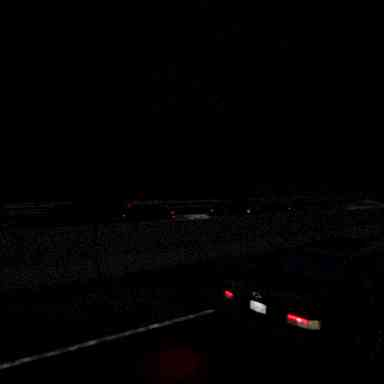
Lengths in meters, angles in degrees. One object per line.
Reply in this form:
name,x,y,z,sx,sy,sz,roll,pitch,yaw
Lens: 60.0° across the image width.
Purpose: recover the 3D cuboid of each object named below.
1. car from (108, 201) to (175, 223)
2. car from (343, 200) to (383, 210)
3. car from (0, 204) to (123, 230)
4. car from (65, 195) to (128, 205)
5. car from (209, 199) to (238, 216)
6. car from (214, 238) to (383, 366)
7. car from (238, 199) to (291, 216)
car,-3.290,1.547,22.977,4.181,1.385,1.994,0,0,-35
car,13.918,1.414,26.690,4.674,1.442,1.812,-1,0,-35
car,-6.503,1.542,16.537,5.357,1.411,2.033,0,0,-35
car,-7.101,1.211,23.802,5.566,2.045,2.150,0,0,-38
car,3.786,1.429,32.235,4.892,1.490,1.837,-2,1,-37
car,2.910,1.544,5.801,5.357,1.411,2.033,0,0,-35
car,6.929,1.404,30.322,4.902,1.511,2.128,-1,1,-35
